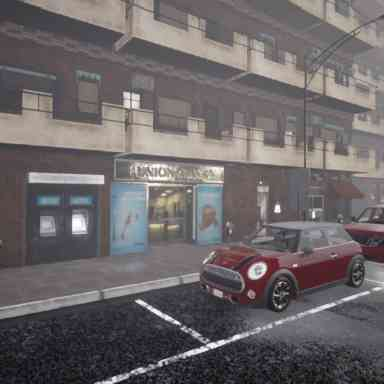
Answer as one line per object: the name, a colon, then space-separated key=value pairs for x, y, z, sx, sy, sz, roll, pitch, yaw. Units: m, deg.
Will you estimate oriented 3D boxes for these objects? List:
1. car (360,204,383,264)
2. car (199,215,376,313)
car: x=6.628 y=1.320 z=10.844 sx=5.009 sy=1.841 sz=2.192 roll=0 pitch=0 yaw=-36
car: x=2.126 y=1.442 z=7.621 sx=4.097 sy=1.590 sz=1.967 roll=0 pitch=0 yaw=-36
